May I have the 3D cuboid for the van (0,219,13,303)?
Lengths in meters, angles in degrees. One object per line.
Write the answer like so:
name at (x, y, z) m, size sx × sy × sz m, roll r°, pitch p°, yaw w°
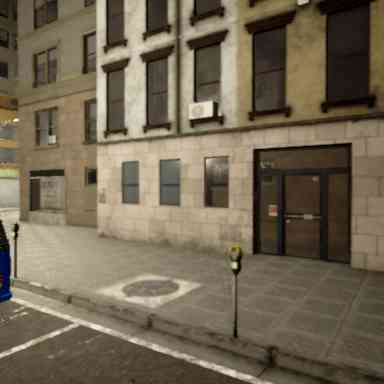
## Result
van at (-5.006, 1.241, 6.078) m, size 3.998 × 1.788 × 1.690 m, roll 1°, pitch 1°, yaw 33°
